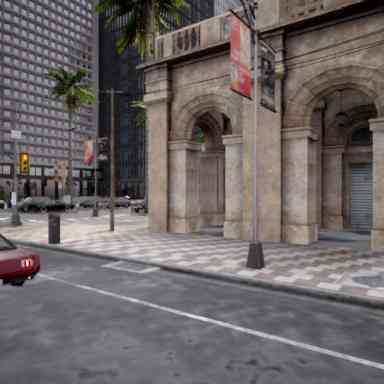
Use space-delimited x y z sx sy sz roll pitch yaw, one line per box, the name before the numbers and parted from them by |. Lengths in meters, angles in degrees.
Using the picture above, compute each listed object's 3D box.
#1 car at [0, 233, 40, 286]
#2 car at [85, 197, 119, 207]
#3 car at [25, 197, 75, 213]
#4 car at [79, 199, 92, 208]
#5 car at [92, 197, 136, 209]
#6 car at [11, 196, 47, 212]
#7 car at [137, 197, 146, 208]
car | -5.792 1.599 8.180 4.718 1.301 1.895 0 0 37
car | -13.870 1.505 51.260 2.161 1.482 4.786 0 0 35
car | -15.728 1.594 37.415 1.895 1.301 4.718 0 0 36
car | -13.195 1.540 46.914 2.033 1.411 5.357 0 0 36
car | -10.423 1.485 44.770 2.128 1.511 4.902 0 0 36
car | -18.733 1.344 39.233 2.097 1.767 4.553 0 0 36
car | -5.003 1.519 45.962 1.812 1.442 4.674 0 0 36
